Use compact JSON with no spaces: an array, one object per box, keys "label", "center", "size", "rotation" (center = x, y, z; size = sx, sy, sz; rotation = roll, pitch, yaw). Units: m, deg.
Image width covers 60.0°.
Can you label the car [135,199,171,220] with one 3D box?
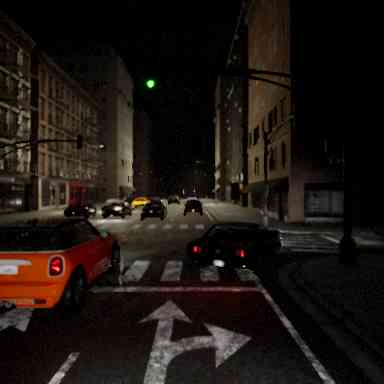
[{"label":"car","center":[-3.135,1.561,28.001],"size":[2.033,1.411,5.357],"rotation":[0,0,0]}]

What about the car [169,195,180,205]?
[{"label":"car","center":[-3.216,1.371,59.663],"size":[2.097,1.767,4.553],"rotation":[0,0,0]}]

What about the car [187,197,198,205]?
[{"label":"car","center":[0.050,1.620,61.035],"size":[1.895,1.301,4.718],"rotation":[0,0,0]}]

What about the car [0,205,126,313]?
[{"label":"car","center":[-3.145,1.357,7.847],"size":[2.097,1.767,4.553],"rotation":[0,0,0]}]

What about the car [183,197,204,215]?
[{"label":"car","center":[0.120,1.519,34.513],"size":[1.837,1.490,4.892],"rotation":[0,0,0]}]

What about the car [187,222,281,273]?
[{"label":"car","center":[1.625,1.618,10.887],"size":[1.895,1.301,4.718],"rotation":[0,0,24]}]

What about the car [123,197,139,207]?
[{"label":"car","center":[-9.799,1.521,53.663],"size":[1.837,1.490,4.892],"rotation":[0,0,-1]}]

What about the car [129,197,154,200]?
[{"label":"car","center":[-6.558,1.493,43.160],"size":[1.882,1.535,5.008],"rotation":[0,0,0]}]

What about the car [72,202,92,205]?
[{"label":"car","center":[-9.831,1.577,29.519],"size":[1.994,1.385,4.181],"rotation":[0,0,0]}]

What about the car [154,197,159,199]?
[{"label":"car","center":[-6.503,1.566,57.407],"size":[2.033,1.411,5.357],"rotation":[0,0,1]}]

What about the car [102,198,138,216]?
[{"label":"car","center":[-6.578,1.561,29.915],"size":[2.033,1.411,5.357],"rotation":[0,0,0]}]
